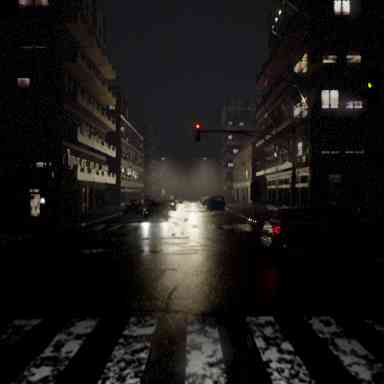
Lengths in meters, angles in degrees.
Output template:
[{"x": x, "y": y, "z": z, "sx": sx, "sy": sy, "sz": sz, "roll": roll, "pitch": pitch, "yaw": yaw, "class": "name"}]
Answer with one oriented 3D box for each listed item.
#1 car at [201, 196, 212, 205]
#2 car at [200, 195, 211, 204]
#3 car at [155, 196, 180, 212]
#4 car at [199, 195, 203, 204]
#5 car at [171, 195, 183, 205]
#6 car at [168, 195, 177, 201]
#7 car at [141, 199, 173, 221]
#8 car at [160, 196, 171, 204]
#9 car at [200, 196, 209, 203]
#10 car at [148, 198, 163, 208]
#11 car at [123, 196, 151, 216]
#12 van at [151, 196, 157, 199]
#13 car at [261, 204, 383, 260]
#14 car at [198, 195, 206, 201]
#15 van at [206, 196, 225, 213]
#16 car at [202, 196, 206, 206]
[{"x": 2.642, "y": 1.545, "z": 60.151, "sx": 1.752, "sy": 1.417, "sz": 4.829, "roll": 0, "pitch": 0, "yaw": 0, "class": "car"}, {"x": 2.649, "y": 1.460, "z": 65.562, "sx": 1.967, "sy": 1.590, "sz": 4.097, "roll": 0, "pitch": 0, "yaw": 0, "class": "car"}, {"x": -2.799, "y": 1.561, "z": 39.488, "sx": 2.033, "sy": 1.411, "sz": 5.357, "roll": 0, "pitch": 0, "yaw": 0, "class": "car"}, {"x": 2.637, "y": 1.584, "z": 54.400, "sx": 1.947, "sy": 1.339, "sz": 4.313, "roll": 0, "pitch": 0, "yaw": 0, "class": "car"}, {"x": -2.708, "y": 1.545, "z": 60.025, "sx": 1.812, "sy": 1.442, "sz": 4.674, "roll": 0, "pitch": 0, "yaw": 1, "class": "car"}, {"x": -5.203, "y": 1.567, "z": 87.899, "sx": 2.008, "sy": 1.369, "sz": 4.403, "roll": 0, "pitch": 0, "yaw": 0, "class": "car"}, {"x": -2.802, "y": 1.536, "z": 27.553, "sx": 1.812, "sy": 1.442, "sz": 4.674, "roll": 0, "pitch": 0, "yaw": -1, "class": "car"}, {"x": -5.231, "y": 1.564, "z": 65.572, "sx": 1.887, "sy": 1.381, "sz": 4.507, "roll": 0, "pitch": 0, "yaw": 0, "class": "car"}, {"x": 2.656, "y": 1.564, "z": 71.144, "sx": 1.887, "sy": 1.381, "sz": 4.507, "roll": 0, "pitch": 0, "yaw": 0, "class": "car"}, {"x": -5.301, "y": 1.598, "z": 48.829, "sx": 1.802, "sy": 1.307, "sz": 4.206, "roll": 0, "pitch": 0, "yaw": 0, "class": "car"}, {"x": -5.403, "y": 1.452, "z": 32.084, "sx": 1.967, "sy": 1.590, "sz": 4.097, "roll": 0, "pitch": 0, "yaw": 0, "class": "car"}, {"x": -5.354, "y": 1.356, "z": 43.248, "sx": 1.690, "sy": 1.788, "sz": 3.998, "roll": 0, "pitch": 0, "yaw": 0, "class": "van"}, {"x": 4.804, "y": 1.274, "z": 11.630, "sx": 4.553, "sy": 1.767, "sz": 2.097, "roll": -1, "pitch": 0, "yaw": 0, "class": "car"}, {"x": 2.678, "y": 1.582, "z": 87.889, "sx": 1.947, "sy": 1.339, "sz": 4.313, "roll": 0, "pitch": 0, "yaw": 0, "class": "car"}, {"x": 2.742, "y": 1.354, "z": 37.034, "sx": 1.690, "sy": 1.788, "sz": 3.998, "roll": 0, "pitch": 0, "yaw": 0, "class": "van"}, {"x": 2.715, "y": 1.560, "z": 43.238, "sx": 1.887, "sy": 1.381, "sz": 4.507, "roll": 0, "pitch": 0, "yaw": 0, "class": "car"}]
